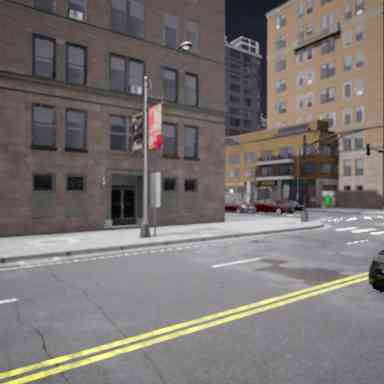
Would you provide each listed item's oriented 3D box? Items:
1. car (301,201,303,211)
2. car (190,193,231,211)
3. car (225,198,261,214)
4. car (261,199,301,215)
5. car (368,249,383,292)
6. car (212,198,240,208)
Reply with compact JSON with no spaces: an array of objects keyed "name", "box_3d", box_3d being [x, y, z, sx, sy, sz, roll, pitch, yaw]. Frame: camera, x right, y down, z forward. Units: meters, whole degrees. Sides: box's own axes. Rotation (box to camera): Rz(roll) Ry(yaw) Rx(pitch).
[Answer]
[{"name":"car","box_3d":[11.188,1.541,38.711,1.947,1.339,4.313,0,0,-35]},{"name":"car","box_3d":[2.273,1.180,41.831,2.150,2.045,5.566,0,0,-35]},{"name":"car","box_3d":[4.630,1.394,34.086,1.967,1.590,4.097,0,0,-35]},{"name":"car","box_3d":[8.092,1.439,33.577,1.882,1.535,5.008,0,0,-35]},{"name":"car","box_3d":[5.911,1.553,7.652,4.181,1.385,1.994,0,0,-36]},{"name":"car","box_3d":[4.834,1.555,47.718,1.802,1.307,4.206,0,0,-35]}]
